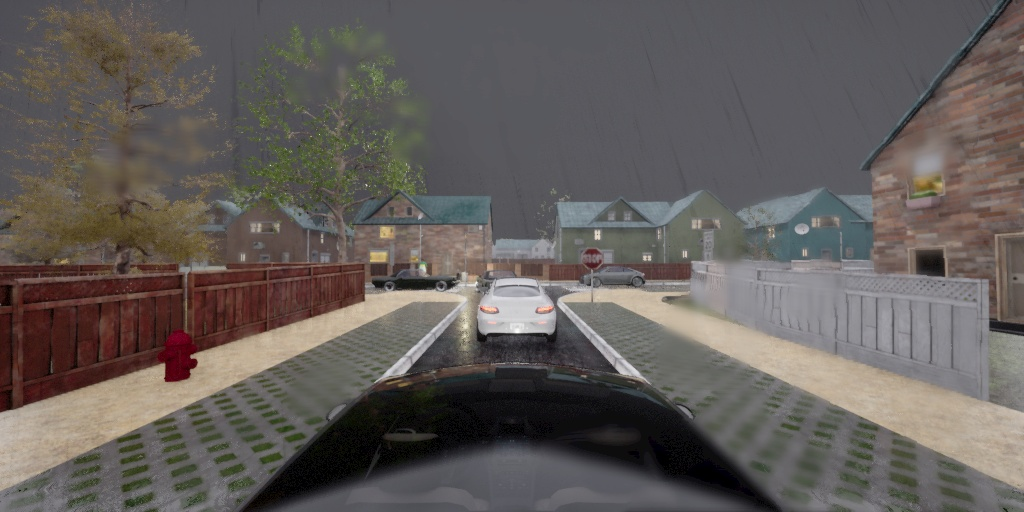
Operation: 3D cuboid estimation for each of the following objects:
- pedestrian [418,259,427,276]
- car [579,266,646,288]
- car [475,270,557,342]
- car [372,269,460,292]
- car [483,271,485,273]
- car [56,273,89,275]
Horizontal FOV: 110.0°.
[{"bbox_3d":[-6.684,1.118,26.753,0.375,1.860,0.375,0,-1,1],"label":"pedestrian"},{"bbox_3d":[6.553,1.344,23.650,4.181,1.385,1.994,0,-1,1],"label":"car"},{"bbox_3d":[0.108,1.279,9.660,1.812,1.442,4.674,0,0,0],"label":"car"},{"bbox_3d":[-5.469,1.416,20.867,4.718,1.301,1.895,-1,-1,1],"label":"car"},{"bbox_3d":[-0.746,1.366,18.479,1.895,1.301,4.718,0,-1,-12],"label":"car"},{"bbox_3d":[-25.594,1.632,21.150,4.718,1.301,1.895,-1,-1,1],"label":"car"}]
